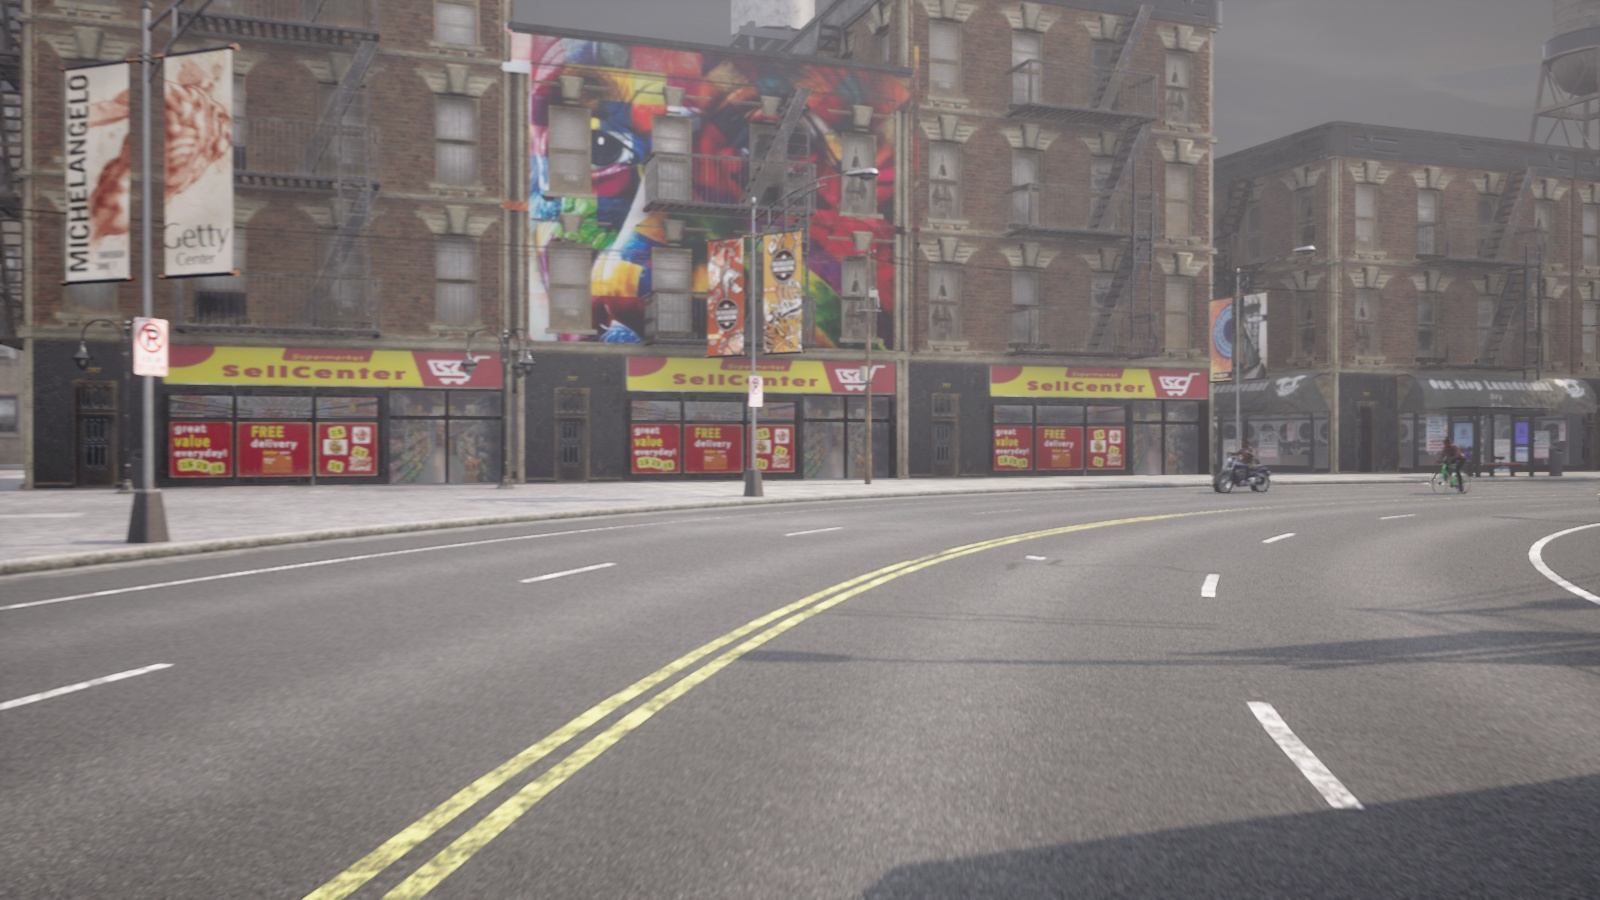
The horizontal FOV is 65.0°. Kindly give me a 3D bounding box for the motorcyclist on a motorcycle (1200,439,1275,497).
[{"bbox_3d":[12.936,0.510,37.101,2.350,1.649,0.766,0,1,-31],"label":"motorcyclist on a motorcycle"}]

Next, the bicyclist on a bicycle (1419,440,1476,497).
[{"bbox_3d":[18.713,0.527,36.275,1.656,1.620,0.582,0,1,-26],"label":"bicyclist on a bicycle"}]
